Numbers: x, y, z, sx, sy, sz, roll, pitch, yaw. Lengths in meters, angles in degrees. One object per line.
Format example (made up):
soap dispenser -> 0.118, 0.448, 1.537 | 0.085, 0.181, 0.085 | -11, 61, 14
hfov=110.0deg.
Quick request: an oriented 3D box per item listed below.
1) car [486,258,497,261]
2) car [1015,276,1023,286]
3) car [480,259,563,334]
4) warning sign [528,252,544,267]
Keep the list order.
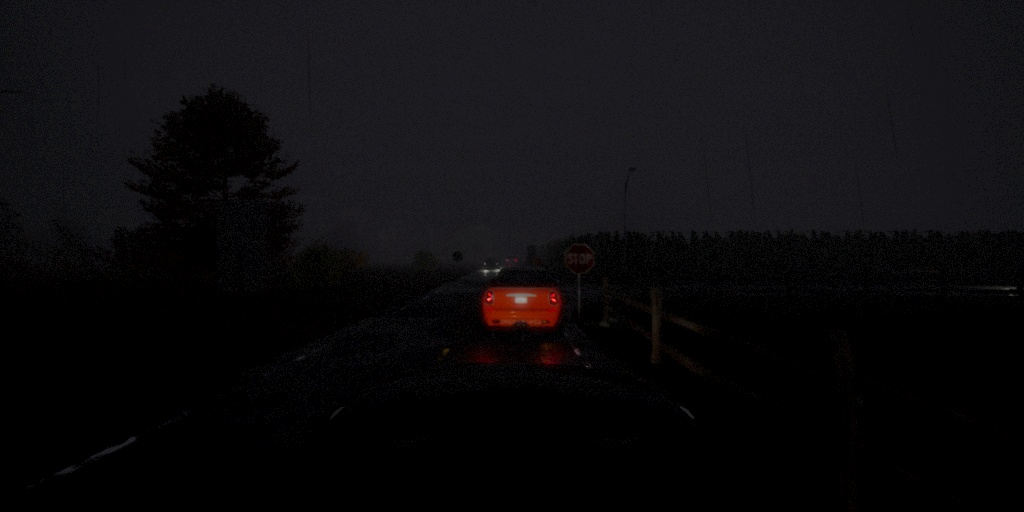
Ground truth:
car -> -2.856, 1.024, 51.039 | 2.097, 1.767, 4.553 | 0, 0, 0
car -> 35.405, 1.246, 22.875 | 5.008, 1.535, 1.882 | 0, 0, -1
car -> 0.385, 1.092, 10.861 | 2.097, 1.767, 4.553 | 0, 0, 4
warning sign -> 2.431, 0.819, 34.842 | 1.300, 1.860, 1.060 | 0, 0, 0
